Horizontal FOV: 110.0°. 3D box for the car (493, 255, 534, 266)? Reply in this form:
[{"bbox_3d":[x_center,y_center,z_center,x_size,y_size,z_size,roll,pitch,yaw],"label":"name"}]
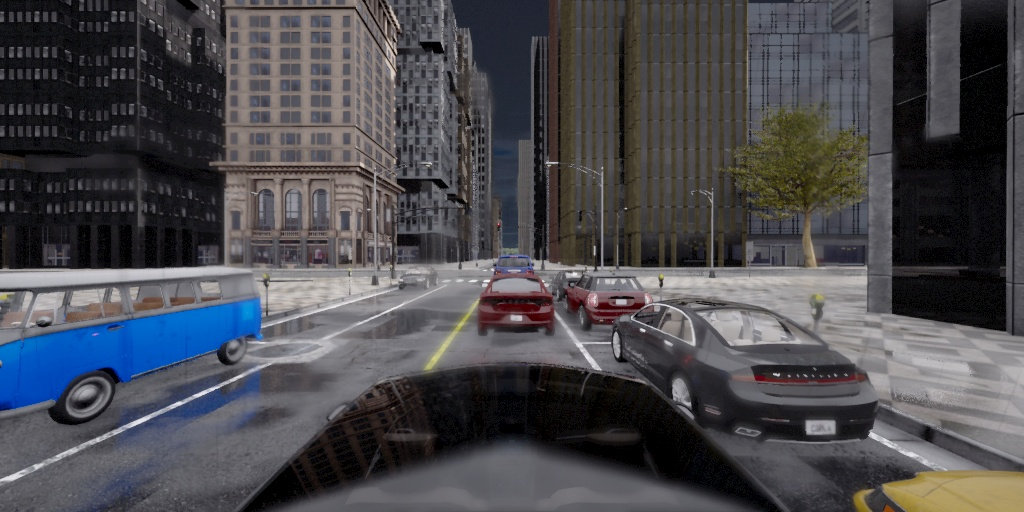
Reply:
[{"bbox_3d":[0.105,0.967,20.301,2.150,2.045,5.566,0,0,0],"label":"car"}]

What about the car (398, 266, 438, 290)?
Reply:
[{"bbox_3d":[-5.730,1.296,22.325,2.007,1.370,4.403,0,0,0],"label":"car"}]

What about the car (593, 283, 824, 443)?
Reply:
[{"bbox_3d":[2.769,1.300,5.390,2.007,1.370,4.403,0,0,0],"label":"car"}]

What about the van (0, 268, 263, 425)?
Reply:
[{"bbox_3d":[-5.756,1.091,5.402,1.690,1.789,3.998,0,0,0],"label":"van"}]

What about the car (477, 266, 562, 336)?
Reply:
[{"bbox_3d":[0.107,1.226,10.417,1.882,1.535,5.008,0,0,0],"label":"car"}]

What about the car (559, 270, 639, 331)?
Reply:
[{"bbox_3d":[2.778,1.188,11.031,1.967,1.591,4.097,0,0,0],"label":"car"}]
